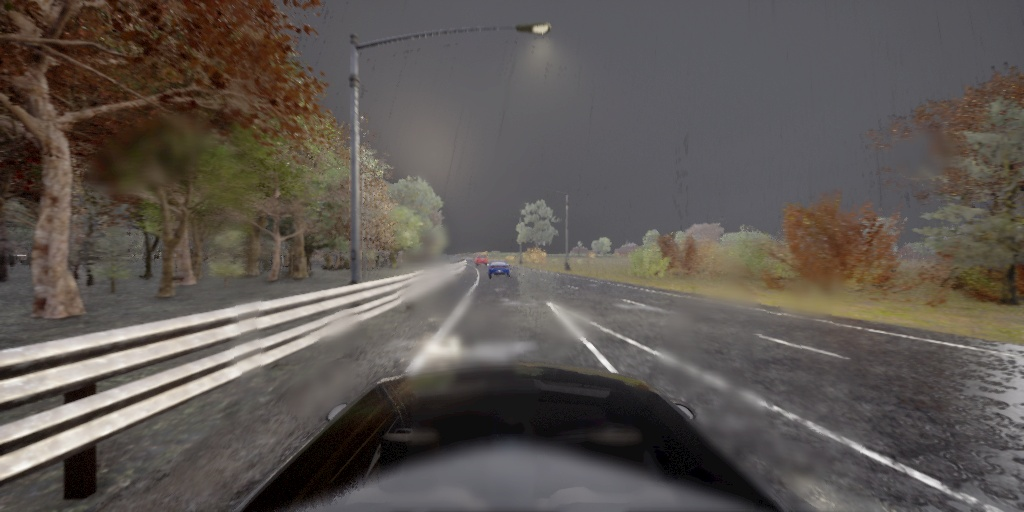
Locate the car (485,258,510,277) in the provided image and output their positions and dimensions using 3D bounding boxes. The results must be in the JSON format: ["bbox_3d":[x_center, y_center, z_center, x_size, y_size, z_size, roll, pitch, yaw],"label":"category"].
[{"bbox_3d":[-1.318,1.168,34.115,1.882,1.535,5.008,0,0,-5],"label":"car"}]
